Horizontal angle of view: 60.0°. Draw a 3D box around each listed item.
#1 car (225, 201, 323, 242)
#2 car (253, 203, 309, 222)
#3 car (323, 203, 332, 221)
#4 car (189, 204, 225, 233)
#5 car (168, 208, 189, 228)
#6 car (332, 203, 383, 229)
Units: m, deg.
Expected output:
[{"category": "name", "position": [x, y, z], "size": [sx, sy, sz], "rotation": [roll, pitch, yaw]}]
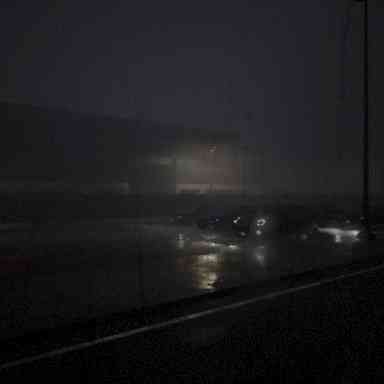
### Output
[{"category": "car", "position": [4.207, 1.376, 16.771], "size": [4.553, 1.767, 2.097], "rotation": [0, 0, -35]}, {"category": "car", "position": [7.446, 1.656, 27.582], "size": [4.718, 1.301, 1.895], "rotation": [0, 0, -35]}, {"category": "car", "position": [9.501, 1.547, 24.748], "size": [4.902, 1.511, 2.128], "rotation": [0, 0, -35]}, {"category": "car", "position": [2.576, 1.503, 19.900], "size": [5.008, 1.535, 1.882], "rotation": [0, 0, -35]}, {"category": "car", "position": [0.582, 1.551, 22.779], "size": [4.674, 1.442, 1.812], "rotation": [0, 0, -35]}, {"category": "car", "position": [11.530, 1.574, 21.897], "size": [4.674, 1.442, 1.812], "rotation": [0, 0, -35]}]
